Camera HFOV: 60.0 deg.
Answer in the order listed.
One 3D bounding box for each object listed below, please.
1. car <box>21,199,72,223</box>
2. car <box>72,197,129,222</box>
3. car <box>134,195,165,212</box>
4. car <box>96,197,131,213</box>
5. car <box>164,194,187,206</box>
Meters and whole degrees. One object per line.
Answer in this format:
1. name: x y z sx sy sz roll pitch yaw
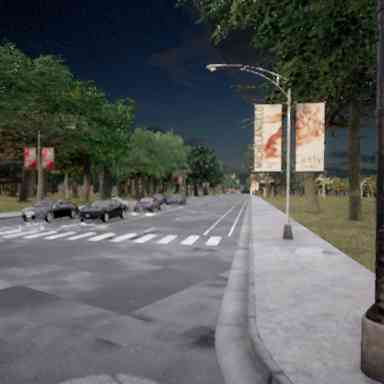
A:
1. car: -9.860 1.263 23.416 2.128 1.511 4.902 1 0 10
2. car: -6.400 1.279 24.281 1.882 1.535 5.008 1 0 10
3. car: -4.567 1.301 34.679 1.812 1.442 4.674 1 0 10
4. car: -7.934 1.270 34.289 1.812 1.442 4.674 1 0 10
5. car: -2.152 1.094 48.265 2.097 1.767 4.553 1 0 10
